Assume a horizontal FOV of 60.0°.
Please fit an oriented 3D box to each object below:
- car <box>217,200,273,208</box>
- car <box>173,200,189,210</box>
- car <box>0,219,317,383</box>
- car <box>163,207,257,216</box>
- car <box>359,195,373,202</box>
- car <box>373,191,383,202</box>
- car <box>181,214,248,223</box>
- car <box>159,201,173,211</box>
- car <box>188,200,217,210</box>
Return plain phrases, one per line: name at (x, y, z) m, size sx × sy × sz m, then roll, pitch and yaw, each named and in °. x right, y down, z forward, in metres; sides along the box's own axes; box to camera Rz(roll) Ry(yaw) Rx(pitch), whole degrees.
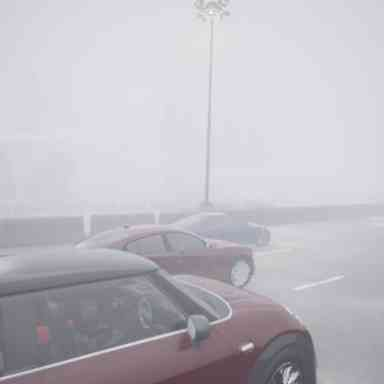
car at (5.010, 1.478, 29.063) m, size 4.902 × 1.511 × 2.128 m, roll 0°, pitch 0°, yaw -35°
car at (1.091, 1.533, 34.869) m, size 5.357 × 1.411 × 2.033 m, roll 0°, pitch 0°, yaw -36°
car at (-0.867, 1.354, 3.127) m, size 4.553 × 1.767 × 2.097 m, roll 0°, pitch 0°, yaw -36°
car at (1.058, 1.539, 13.120) m, size 4.674 × 1.442 × 1.812 m, roll 0°, pitch 0°, yaw -36°
car at (32.930, 1.125, 61.769) m, size 4.718 × 1.301 × 1.895 m, roll -1°, pitch 1°, yaw -36°
car at (34.991, 0.753, 58.940) m, size 5.566 × 2.045 × 2.150 m, roll -1°, pitch 1°, yaw -35°
car at (-0.715, 1.485, 7.536) m, size 5.008 × 1.535 × 1.882 m, roll 0°, pitch 0°, yaw -36°
car at (-1.589, 1.552, 37.252) m, size 4.181 × 1.385 × 1.994 m, roll 0°, pitch 0°, yaw -35°
car at (2.367, 1.590, 31.479) m, size 4.718 × 1.301 × 1.895 m, roll 0°, pitch 0°, yaw -35°
